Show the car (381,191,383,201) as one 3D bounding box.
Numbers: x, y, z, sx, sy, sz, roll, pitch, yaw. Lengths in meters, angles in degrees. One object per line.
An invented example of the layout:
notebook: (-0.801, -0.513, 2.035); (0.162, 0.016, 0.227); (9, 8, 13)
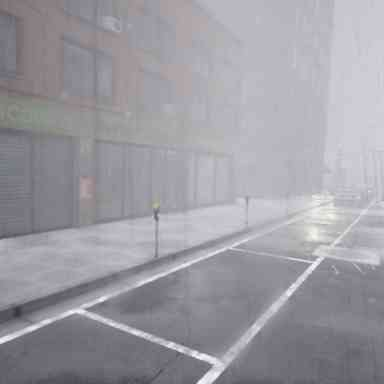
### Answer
car: (20.684, 0.232, 34.282); (2.033, 1.411, 5.357); (5, 4, 31)

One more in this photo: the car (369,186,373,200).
car: (15.028, 0.263, 30.310); (1.947, 1.339, 4.313); (4, 4, 31)

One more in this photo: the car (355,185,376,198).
car: (20.751, -0.106, 39.710); (1.887, 1.381, 4.507); (4, 4, 31)

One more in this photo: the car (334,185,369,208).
car: (12.171, 0.312, 25.603); (1.967, 1.590, 4.097); (4, 4, 31)
